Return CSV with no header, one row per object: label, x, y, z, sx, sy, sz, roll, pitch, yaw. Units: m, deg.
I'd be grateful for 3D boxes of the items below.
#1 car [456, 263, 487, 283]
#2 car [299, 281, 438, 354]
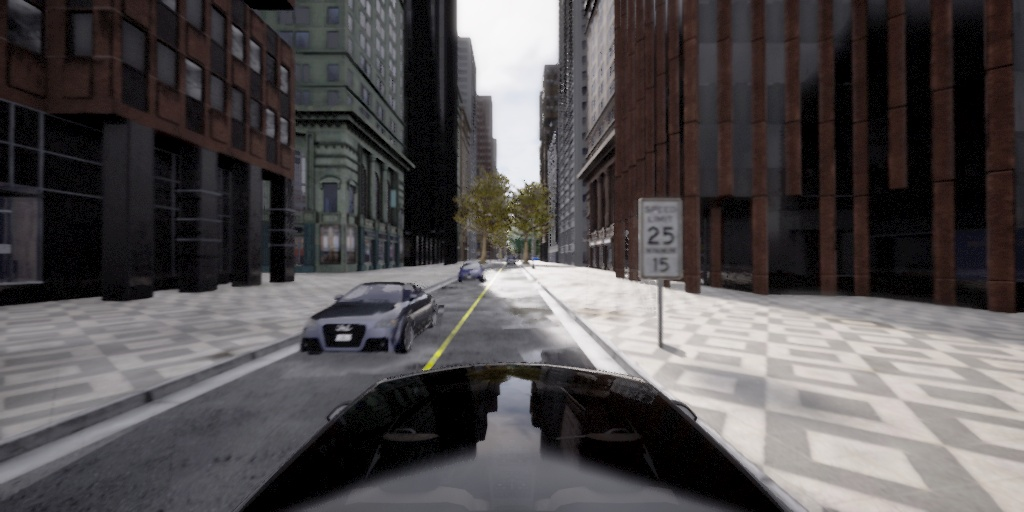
car,-3.086,1.281,28.329,1.812,1.442,4.674,0,0,0
car,-3.109,1.321,8.621,1.994,1.385,4.181,0,0,0
